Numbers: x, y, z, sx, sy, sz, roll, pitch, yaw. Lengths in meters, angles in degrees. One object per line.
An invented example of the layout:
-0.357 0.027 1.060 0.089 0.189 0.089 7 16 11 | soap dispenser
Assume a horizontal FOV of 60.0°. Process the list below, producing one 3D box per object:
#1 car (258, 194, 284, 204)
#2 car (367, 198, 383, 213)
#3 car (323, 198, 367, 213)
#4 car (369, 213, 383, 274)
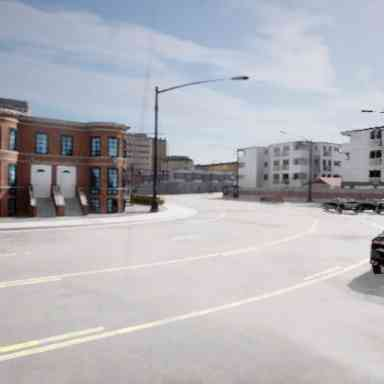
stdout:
12.407 1.084 52.178 1.812 1.442 4.674 1 1 -29 | car
18.664 1.382 33.585 2.128 1.511 4.902 1 1 -2 | car
15.152 1.319 33.955 2.128 1.511 4.902 1 1 -3 | car
6.615 1.478 9.426 2.128 1.511 4.902 2 1 45 | car
